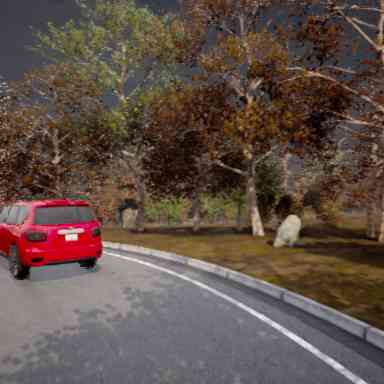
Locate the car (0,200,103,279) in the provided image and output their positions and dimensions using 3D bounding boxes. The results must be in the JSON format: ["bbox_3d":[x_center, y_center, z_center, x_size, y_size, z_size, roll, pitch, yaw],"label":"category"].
[{"bbox_3d":[-4.856,1.277,10.514,2.150,2.045,5.566,0,-1,-41],"label":"car"}]
